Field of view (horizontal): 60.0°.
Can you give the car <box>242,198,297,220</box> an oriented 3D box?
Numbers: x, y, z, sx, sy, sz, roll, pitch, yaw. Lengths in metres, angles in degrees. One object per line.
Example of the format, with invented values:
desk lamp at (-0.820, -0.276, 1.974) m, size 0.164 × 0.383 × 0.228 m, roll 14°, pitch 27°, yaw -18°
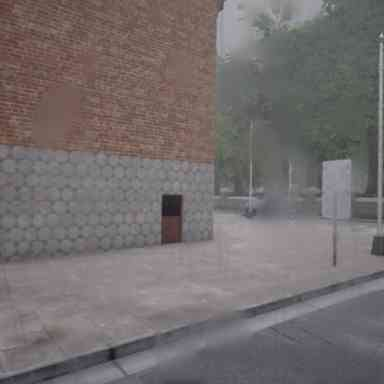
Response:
car at (6.269, 1.336, 27.030) m, size 2.097 × 1.767 × 4.553 m, roll 2°, pitch -1°, yaw -36°
